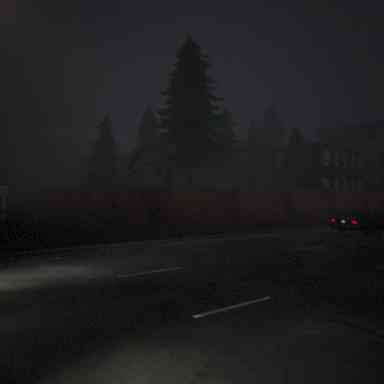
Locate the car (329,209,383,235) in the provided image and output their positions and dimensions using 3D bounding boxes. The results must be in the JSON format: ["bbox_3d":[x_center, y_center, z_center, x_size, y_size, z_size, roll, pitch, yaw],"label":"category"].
[{"bbox_3d":[10.347,1.698,19.720,5.357,1.411,2.033,1,0,-35],"label":"car"}]
